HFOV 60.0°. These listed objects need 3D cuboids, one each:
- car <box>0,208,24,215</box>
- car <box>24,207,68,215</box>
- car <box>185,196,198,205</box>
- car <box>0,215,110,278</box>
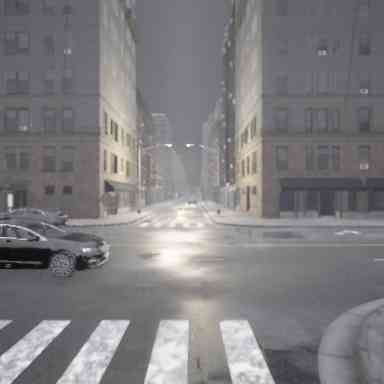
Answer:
[{"bbox_3d":[-11.463,1.643,16.539,4.902,1.511,2.128,0,0,0],"label":"car"},{"bbox_3d":[-9.861,1.664,19.784,4.902,1.511,2.128,0,0,0],"label":"car"},{"bbox_3d":[0.100,2.159,72.887,2.128,1.511,4.902,0,-1,0],"label":"car"},{"bbox_3d":[-4.956,1.584,9.818,4.902,1.511,2.128,0,0,0],"label":"car"}]
